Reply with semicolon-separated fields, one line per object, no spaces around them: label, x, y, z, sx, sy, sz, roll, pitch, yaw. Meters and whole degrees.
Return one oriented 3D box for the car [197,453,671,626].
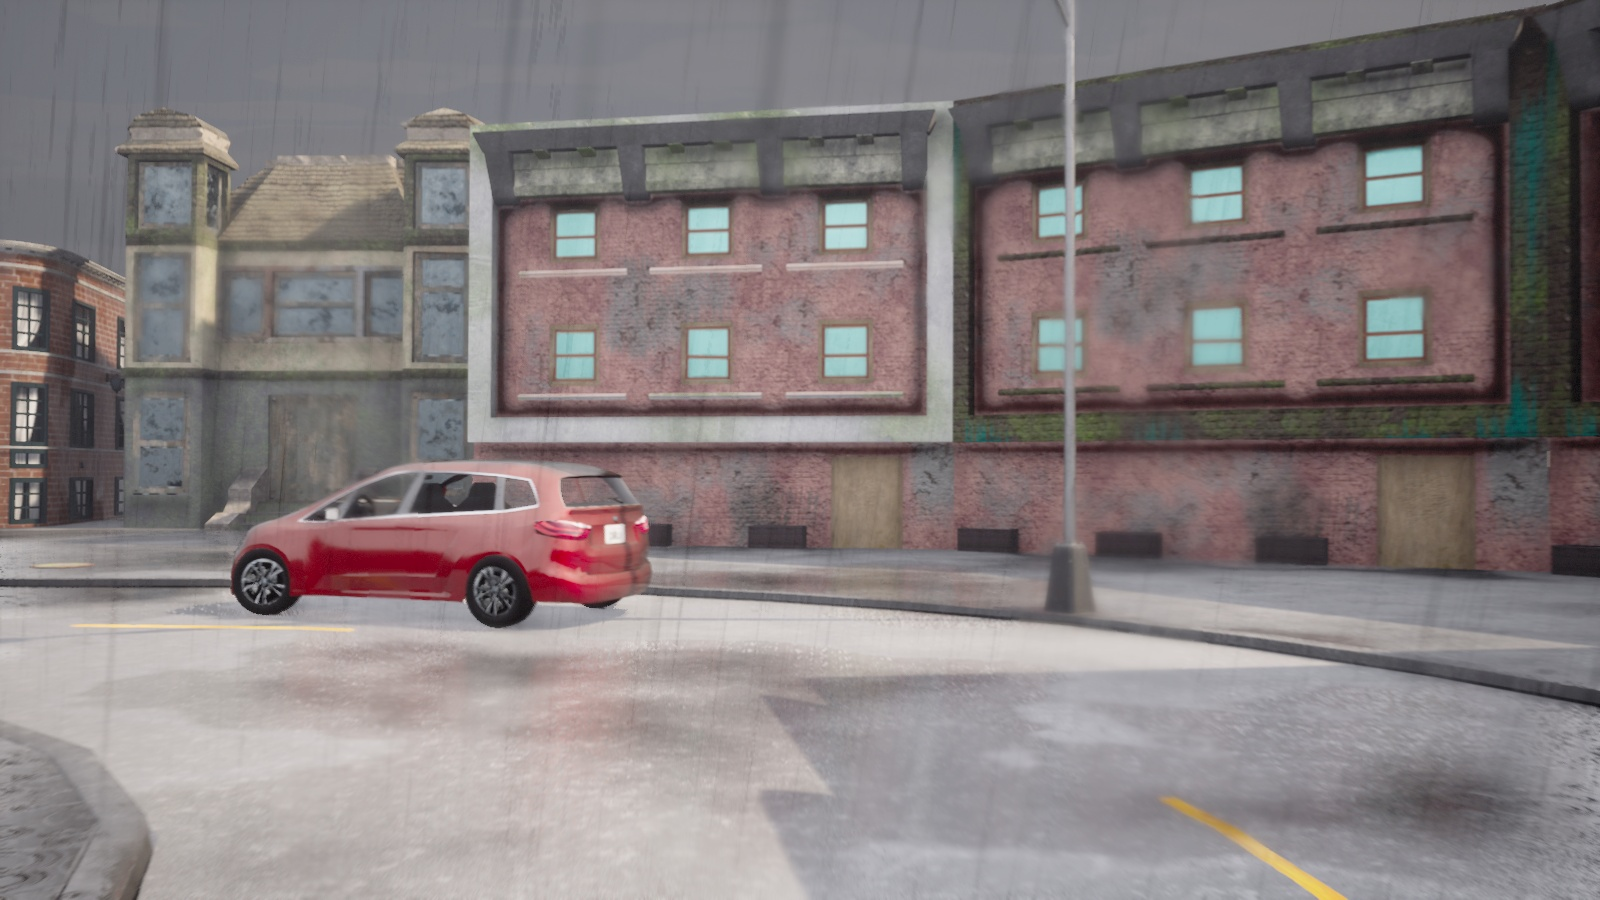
car;-4.018;0.908;13.923;4.611;1.667;2.242;-1;-1;20
